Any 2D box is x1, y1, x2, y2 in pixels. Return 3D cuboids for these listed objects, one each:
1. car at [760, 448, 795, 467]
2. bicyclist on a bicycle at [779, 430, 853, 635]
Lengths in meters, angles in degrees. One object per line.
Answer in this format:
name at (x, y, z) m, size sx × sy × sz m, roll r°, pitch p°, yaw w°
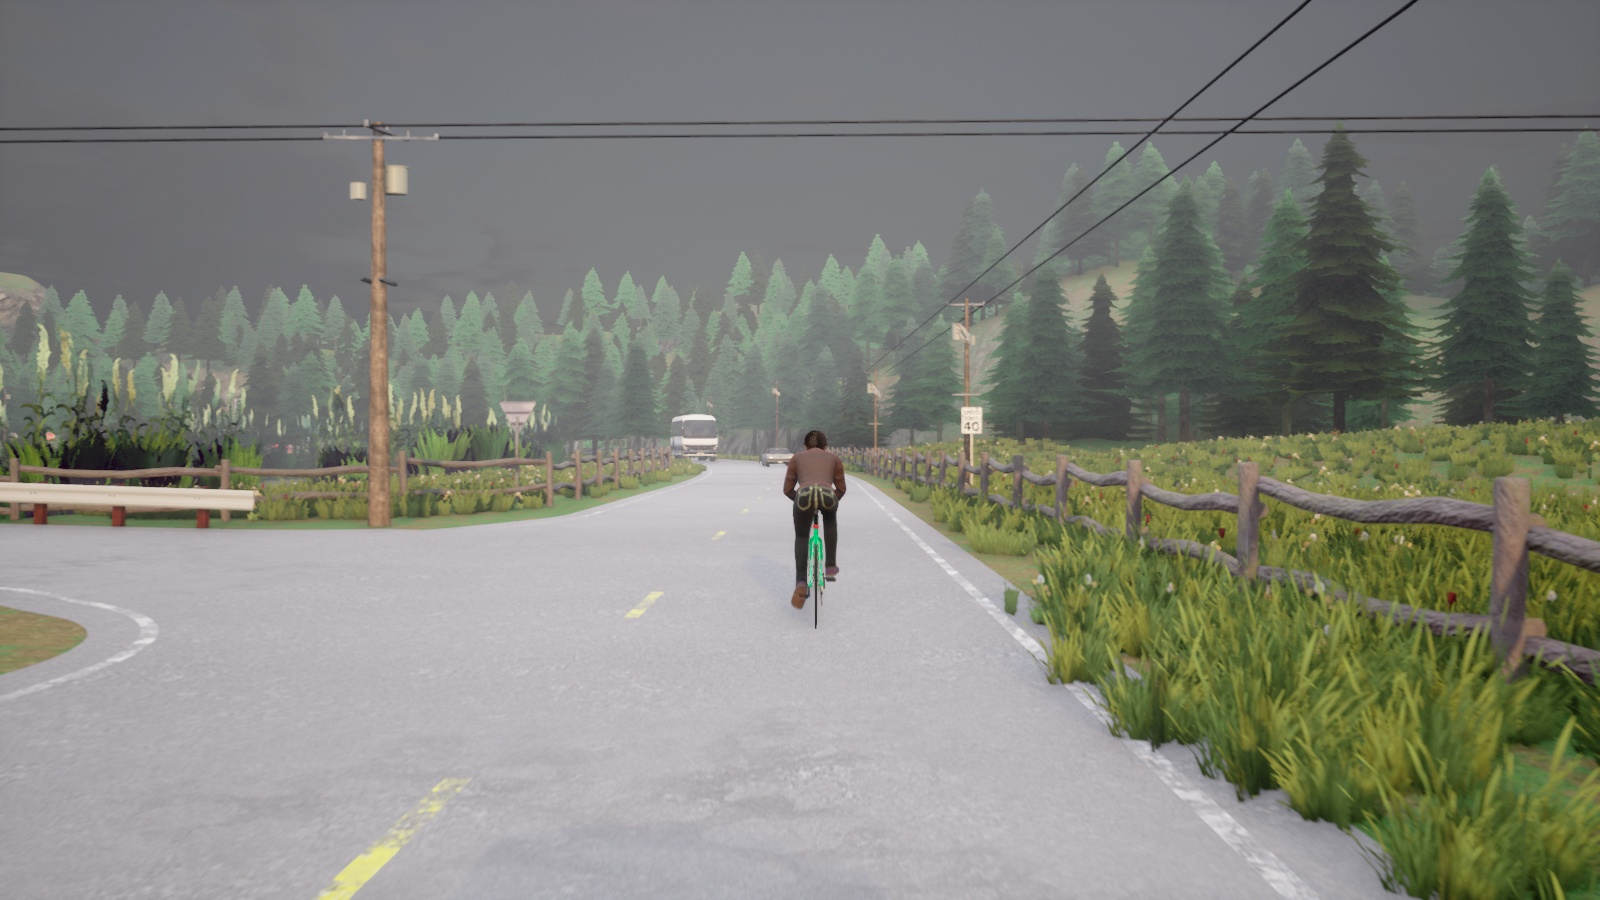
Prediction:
car at (-1.573, 0.494, 85.676) m, size 1.895 × 1.301 × 4.718 m, roll 0°, pitch 0°, yaw -6°
bicyclist on a bicycle at (0.135, 0.655, 10.777) m, size 0.582 × 1.620 × 1.656 m, roll 0°, pitch 0°, yaw 1°
